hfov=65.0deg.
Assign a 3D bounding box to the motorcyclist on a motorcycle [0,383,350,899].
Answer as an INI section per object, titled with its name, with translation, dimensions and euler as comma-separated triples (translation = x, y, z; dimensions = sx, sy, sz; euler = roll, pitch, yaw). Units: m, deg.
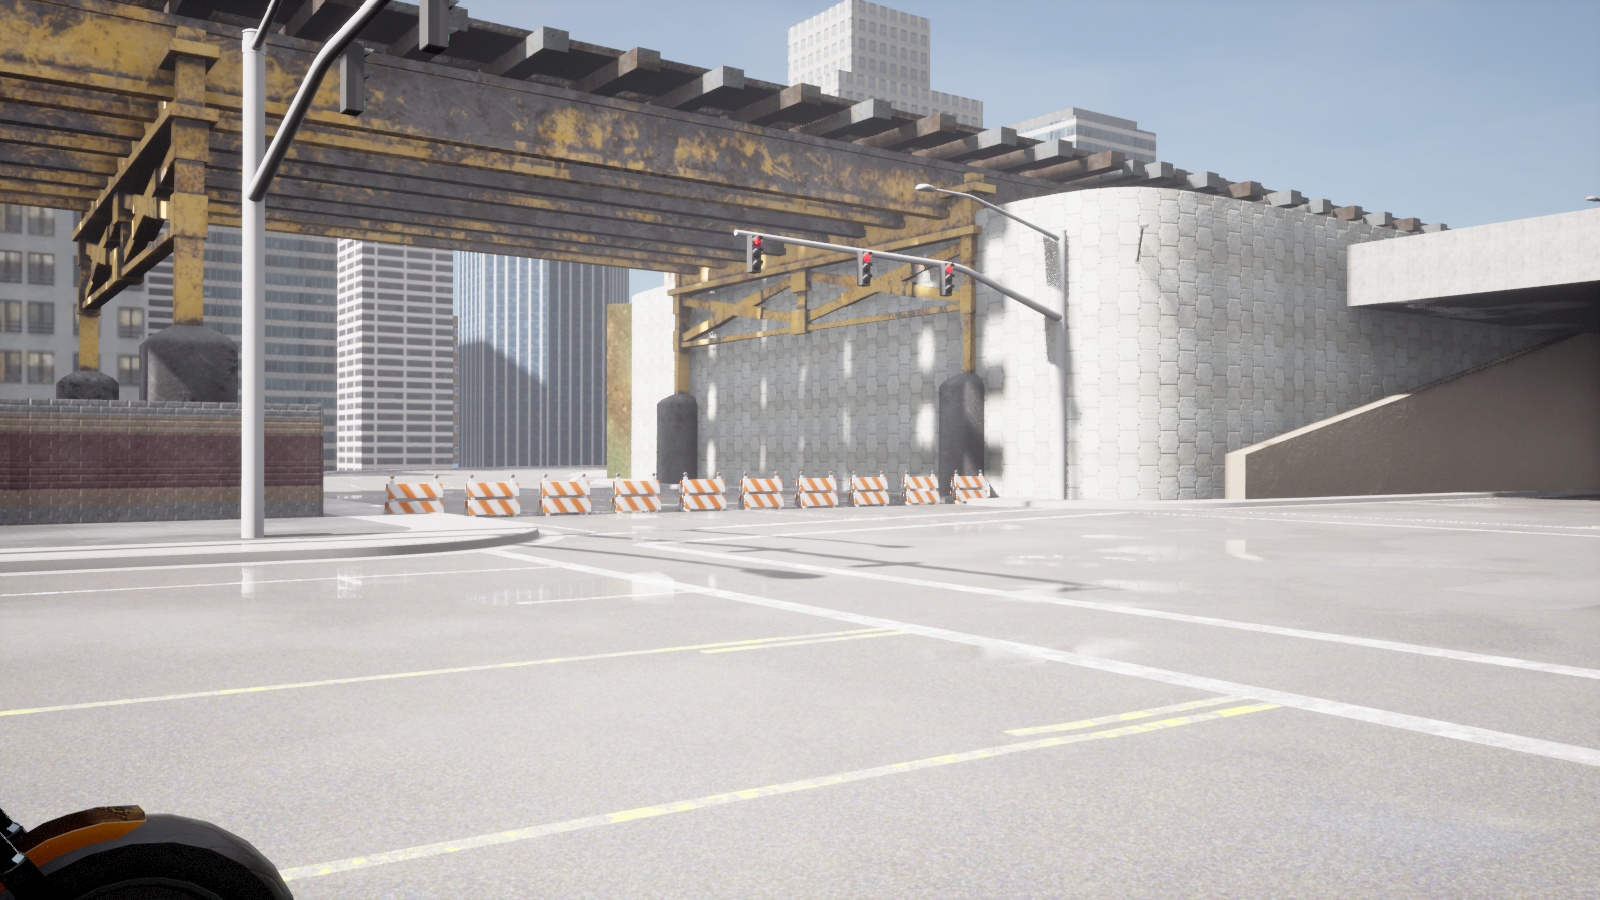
[motorcyclist on a motorcycle]
translation = -2.109, 0.705, 2.229
dimensions = 2.350, 1.649, 0.766
euler = 0, 0, -34
